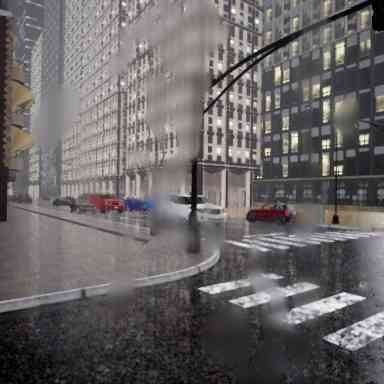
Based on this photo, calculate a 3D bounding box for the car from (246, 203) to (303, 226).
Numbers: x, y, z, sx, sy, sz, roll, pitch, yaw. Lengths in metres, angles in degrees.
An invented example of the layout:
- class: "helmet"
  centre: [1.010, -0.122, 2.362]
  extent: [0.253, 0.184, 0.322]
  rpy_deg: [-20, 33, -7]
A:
- class: "car"
  centre: [5.790, 1.500, 23.977]
  extent: [1.967, 1.590, 4.097]
  rpy_deg: [1, -1, -35]

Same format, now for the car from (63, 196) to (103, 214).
- class: "car"
  centre: [-10.863, 1.424, 32.928]
  extent: [2.008, 1.369, 4.403]
  rpy_deg: [1, -1, -35]

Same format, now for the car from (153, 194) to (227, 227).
- class: "car"
  centre: [-0.088, 1.167, 22.257]
  extent: [2.150, 2.045, 5.566]
  rpy_deg: [1, -1, -35]

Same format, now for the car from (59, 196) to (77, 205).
- class: "car"
  centre: [-21.833, 1.481, 58.332]
  extent: [1.812, 1.442, 4.674]
  rpy_deg: [1, -1, -35]

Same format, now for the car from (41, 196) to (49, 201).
- class: "car"
  centre: [-36.775, 1.566, 83.814]
  extent: [1.802, 1.307, 4.206]
  rpy_deg: [1, -1, -35]

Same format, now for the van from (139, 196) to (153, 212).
- class: "van"
  centre: [-4.031, 1.377, 37.787]
  extent: [1.690, 1.788, 3.998]
  rpy_deg: [1, -1, -35]

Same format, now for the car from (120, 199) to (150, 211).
- class: "car"
  centre: [-7.308, 1.579, 42.388]
  extent: [2.008, 1.369, 4.403]
  rpy_deg: [1, -1, -35]

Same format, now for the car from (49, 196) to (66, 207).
- class: "car"
  centre: [-19.293, 1.469, 49.411]
  extent: [1.994, 1.385, 4.181]
  rpy_deg: [1, -1, -35]

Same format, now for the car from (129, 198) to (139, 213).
- class: "car"
  centre: [-6.930, 1.461, 37.392]
  extent: [1.882, 1.535, 5.008]
  rpy_deg: [1, -1, -35]

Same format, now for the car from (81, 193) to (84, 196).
- class: "car"
  centre: [-18.521, 1.243, 58.880]
  extent: [2.150, 2.045, 5.566]
  rpy_deg: [1, -1, -35]

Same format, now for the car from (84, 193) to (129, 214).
- class: "car"
  centre: [-9.006, 1.146, 34.799]
  extent: [2.150, 2.045, 5.566]
  rpy_deg: [1, -1, -35]

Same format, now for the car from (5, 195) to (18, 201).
- class: "car"
  centre: [-40.327, 1.375, 74.355]
  extent: [2.008, 1.369, 4.403]
  rpy_deg: [1, -1, -35]

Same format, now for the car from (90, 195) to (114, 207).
- class: "car"
  centre: [-14.426, 1.375, 53.130]
  extent: [2.097, 1.767, 4.553]
  rpy_deg: [1, -1, -35]

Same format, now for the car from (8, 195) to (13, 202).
- class: "car"
  centre: [-37.054, 1.394, 69.752]
  extent: [1.947, 1.339, 4.313]
  rpy_deg: [1, -1, -35]

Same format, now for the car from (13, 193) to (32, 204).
- class: "car"
  centre: [-30.502, 1.152, 60.549]
  extent: [2.192, 1.841, 5.009]
  rpy_deg: [1, -1, -35]
